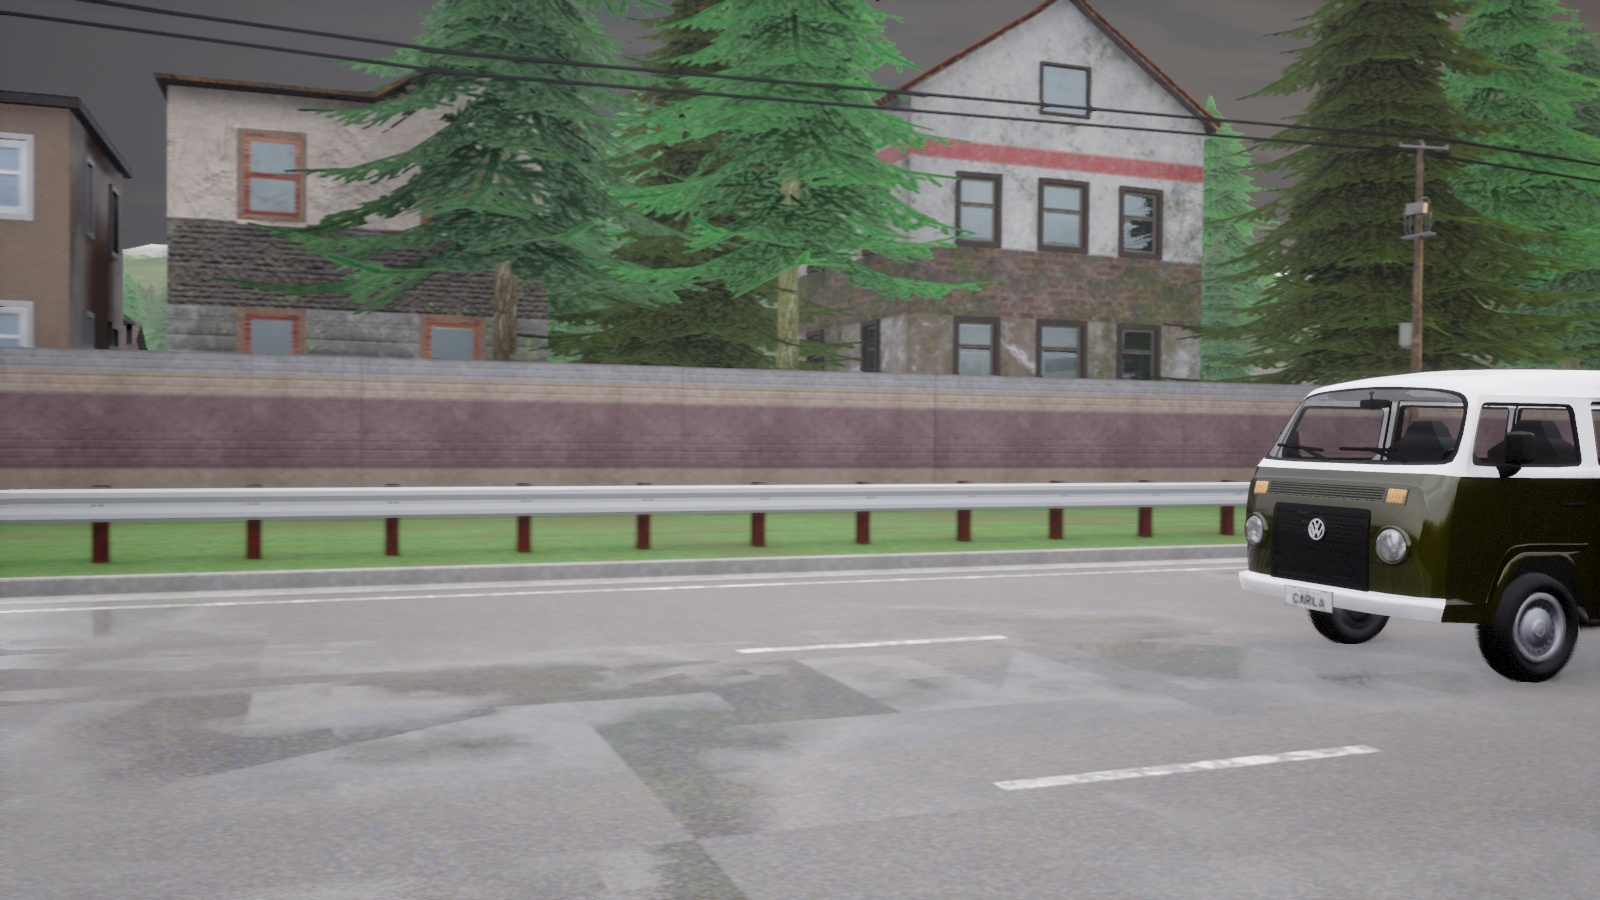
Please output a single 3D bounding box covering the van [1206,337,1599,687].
[{"bbox_3d":[5.452,0.315,9.049,4.480,2.038,2.069,-1,1,-21],"label":"van"}]
